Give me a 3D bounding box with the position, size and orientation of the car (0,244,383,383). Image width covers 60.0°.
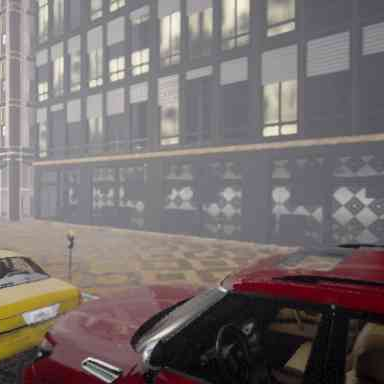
[{"bbox_3d":[0.984,1.315,2.167,5.009,1.841,2.192,0,0,36],"label":"car"}]
